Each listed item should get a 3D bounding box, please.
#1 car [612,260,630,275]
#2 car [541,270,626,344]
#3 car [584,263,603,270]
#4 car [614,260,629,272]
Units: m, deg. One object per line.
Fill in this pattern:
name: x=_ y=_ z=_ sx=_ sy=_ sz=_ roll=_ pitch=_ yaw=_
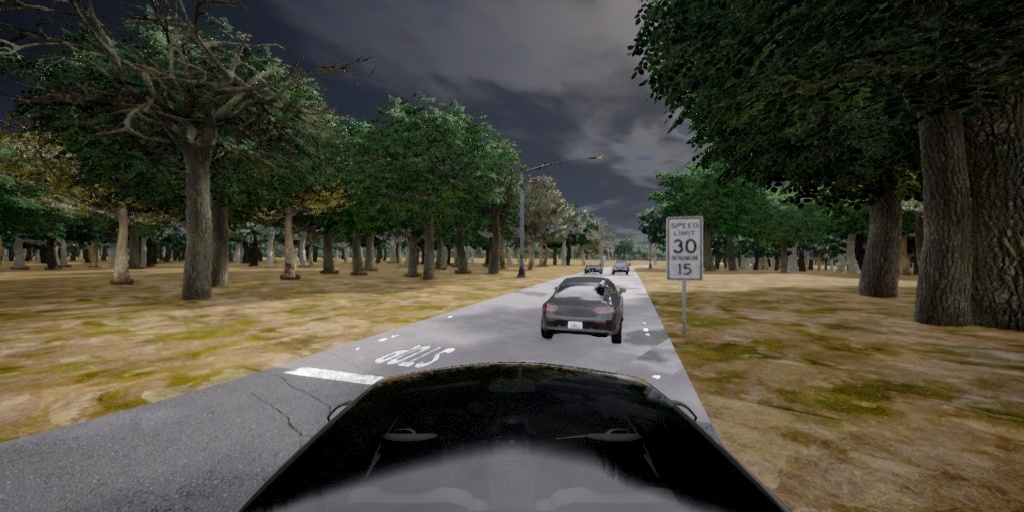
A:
car: x=13.001 y=1.477 z=42.990 sx=2.033 sy=1.411 sz=5.357 roll=0 pitch=-1 yaw=18
car: x=2.029 y=1.277 z=9.657 sx=1.812 sy=1.442 sz=4.674 roll=0 pitch=0 yaw=18
car: x=10.109 y=1.495 z=44.058 sx=1.994 sy=1.385 sz=4.181 roll=0 pitch=-1 yaw=18
car: x=16.179 y=1.423 z=52.830 sx=2.097 sy=1.767 sz=4.553 roll=0 pitch=-1 yaw=18
